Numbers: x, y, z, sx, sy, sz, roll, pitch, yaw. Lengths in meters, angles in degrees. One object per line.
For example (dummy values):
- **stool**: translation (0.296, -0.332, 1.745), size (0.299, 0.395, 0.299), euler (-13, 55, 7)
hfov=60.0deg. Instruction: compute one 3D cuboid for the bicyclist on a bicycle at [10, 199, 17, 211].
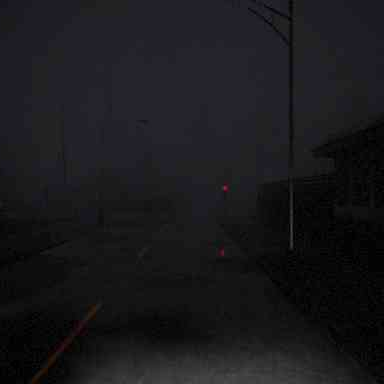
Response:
- **bicyclist on a bicycle**: translation (-23.995, 1.772, 44.717), size (0.582, 1.620, 1.656), euler (0, 0, 0)
